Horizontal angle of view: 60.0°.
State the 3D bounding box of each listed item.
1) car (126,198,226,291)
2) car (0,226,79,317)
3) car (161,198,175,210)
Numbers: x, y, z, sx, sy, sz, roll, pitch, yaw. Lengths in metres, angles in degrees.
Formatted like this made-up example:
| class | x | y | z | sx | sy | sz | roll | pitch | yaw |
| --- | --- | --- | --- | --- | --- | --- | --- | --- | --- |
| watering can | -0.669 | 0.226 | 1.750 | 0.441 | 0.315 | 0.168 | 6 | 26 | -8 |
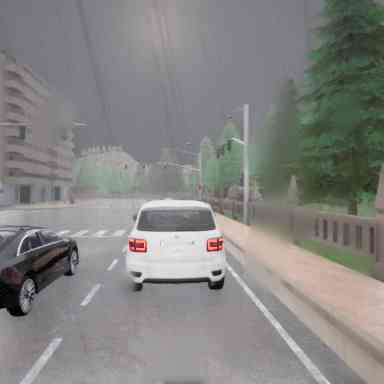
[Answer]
| class | x | y | z | sx | sy | sz | roll | pitch | yaw |
| --- | --- | --- | --- | --- | --- | --- | --- | --- | --- |
| car | -0.482 | 1.223 | 9.183 | 2.150 | 2.045 | 5.566 | 0 | 0 | -4 |
| car | -3.973 | 1.493 | 7.401 | 2.128 | 1.511 | 4.902 | 0 | 0 | -3 |
| car | -3.176 | 1.534 | 44.418 | 1.812 | 1.442 | 4.674 | 0 | 0 | -4 |
